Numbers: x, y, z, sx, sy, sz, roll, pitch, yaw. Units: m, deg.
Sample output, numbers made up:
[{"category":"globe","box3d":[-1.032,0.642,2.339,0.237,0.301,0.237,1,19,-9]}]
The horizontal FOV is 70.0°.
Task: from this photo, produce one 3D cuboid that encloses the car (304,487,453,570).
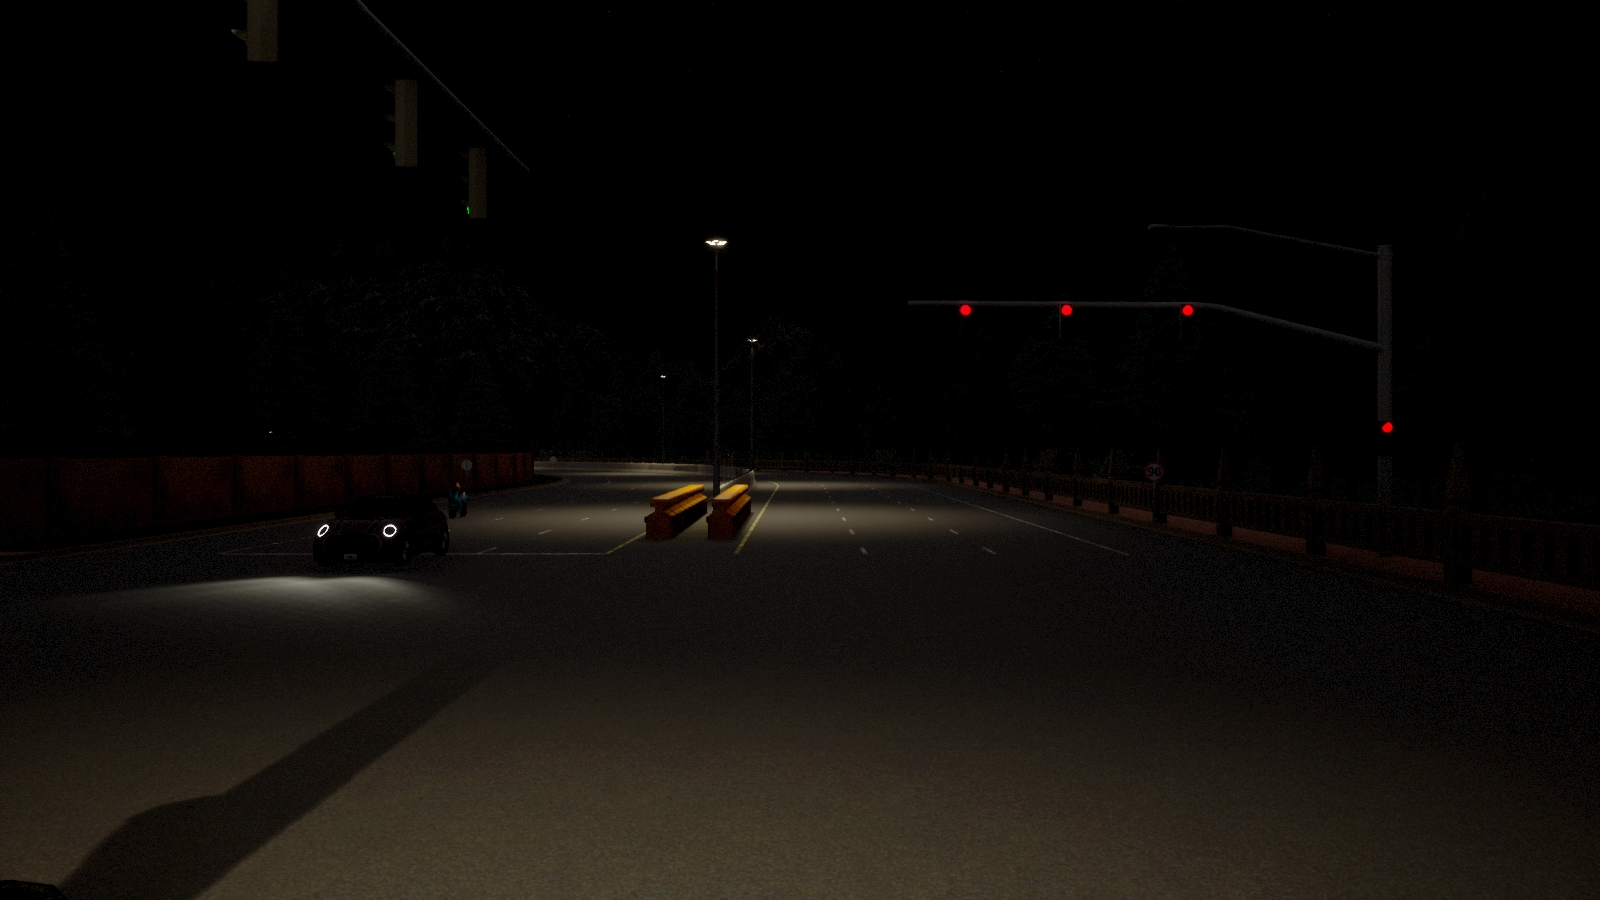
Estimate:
[{"category":"car","box3d":[-10.504,1.906,28.861,2.097,1.767,4.553,0,0,0]}]
